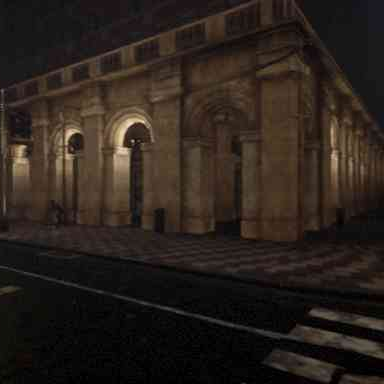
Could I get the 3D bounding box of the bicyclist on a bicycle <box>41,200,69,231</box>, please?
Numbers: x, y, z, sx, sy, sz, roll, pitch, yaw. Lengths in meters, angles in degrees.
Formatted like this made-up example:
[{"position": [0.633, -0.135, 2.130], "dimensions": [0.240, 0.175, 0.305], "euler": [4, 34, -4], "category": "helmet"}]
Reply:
[{"position": [-7.344, 1.244, 17.844], "dimensions": [0.582, 1.620, 1.656], "euler": [0, 1, 34], "category": "bicyclist on a bicycle"}]
